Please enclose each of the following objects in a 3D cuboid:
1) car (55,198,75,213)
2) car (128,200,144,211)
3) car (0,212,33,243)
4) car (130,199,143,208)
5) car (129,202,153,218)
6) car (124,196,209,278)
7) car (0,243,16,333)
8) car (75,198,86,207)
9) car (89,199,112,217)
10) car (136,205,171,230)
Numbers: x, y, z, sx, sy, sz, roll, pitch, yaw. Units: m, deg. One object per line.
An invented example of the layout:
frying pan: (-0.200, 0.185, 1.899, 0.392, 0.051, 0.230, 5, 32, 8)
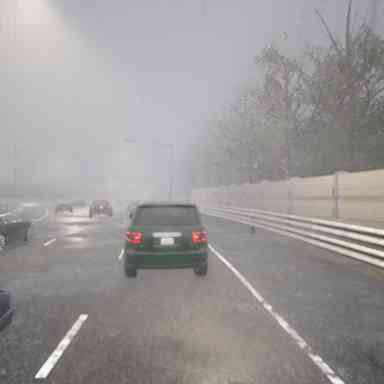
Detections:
car: (-15.535, 1.702, 40.261, 1.812, 1.442, 4.674, 0, 0, -22)
car: (-7.527, 1.752, 44.328, 1.994, 1.385, 4.181, 0, 0, -10)
car: (-8.152, 1.554, 13.692, 2.128, 1.511, 4.902, 0, 0, -8)
car: (-8.936, 1.830, 54.282, 1.895, 1.301, 4.718, 0, 0, -7)
car: (-5.084, 1.703, 32.738, 1.994, 1.385, 4.181, 0, 0, -13)
car: (-0.813, 1.263, 10.416, 2.150, 2.045, 5.566, 0, -1, -5)
car: (-3.552, 1.561, 2.638, 2.033, 1.411, 5.357, 0, 0, -2)
car: (-18.692, 1.736, 54.240, 1.837, 1.490, 4.892, 0, -1, -30)
car: (-9.164, 1.494, 33.136, 2.097, 1.767, 4.553, 0, 0, -18)
car: (-2.688, 1.660, 22.657, 1.994, 1.385, 4.181, 0, 0, -12)
